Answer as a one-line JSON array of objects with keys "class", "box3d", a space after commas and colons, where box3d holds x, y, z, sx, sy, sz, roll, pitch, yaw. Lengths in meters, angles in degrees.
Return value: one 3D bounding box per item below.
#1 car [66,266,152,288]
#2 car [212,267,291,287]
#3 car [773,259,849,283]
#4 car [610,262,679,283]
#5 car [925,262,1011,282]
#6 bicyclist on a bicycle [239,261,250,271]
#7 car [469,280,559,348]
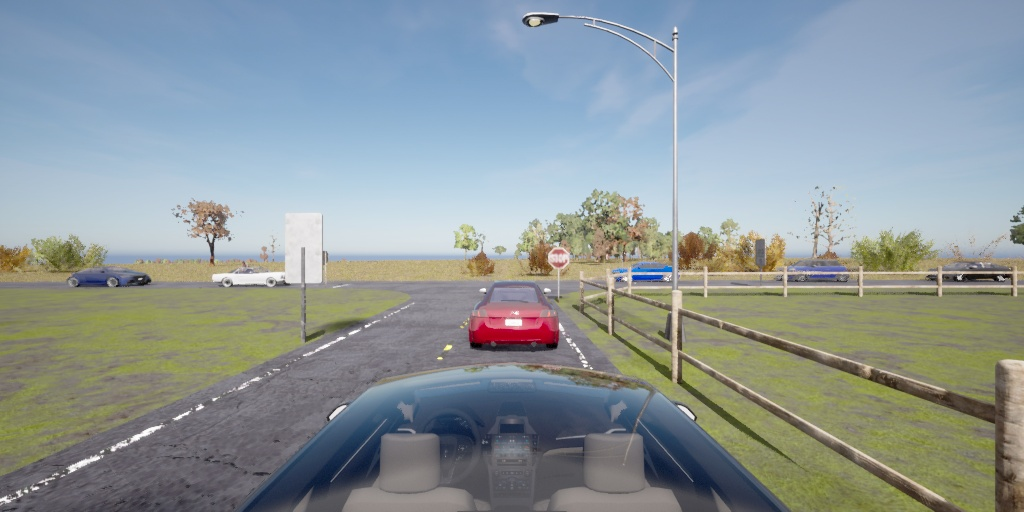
[{"class": "car", "box3d": [-27.264, 1.386, 24.362, 4.181, 1.385, 1.994, 0, 0, 0]}, {"class": "car", "box3d": [-17.250, 1.395, 24.301, 4.718, 1.301, 1.895, 0, 0, 0]}, {"class": "car", "box3d": [22.368, 1.043, 27.004, 4.553, 1.767, 2.097, 0, 0, 0]}, {"class": "car", "box3d": [9.918, 1.199, 27.084, 5.008, 1.535, 1.882, 0, 0, 0]}, {"class": "car", "box3d": [34.130, 1.168, 26.928, 4.902, 1.511, 2.128, 0, 0, 0]}, {"class": "bicyclist on a bicycle", "box3d": [-22.561, 1.261, 30.307, 0.582, 1.620, 1.656, 0, 0, 0]}, {"class": "car", "box3d": [0.077, 1.314, 9.258, 1.994, 1.385, 4.181, 0, 0, 1]}]
